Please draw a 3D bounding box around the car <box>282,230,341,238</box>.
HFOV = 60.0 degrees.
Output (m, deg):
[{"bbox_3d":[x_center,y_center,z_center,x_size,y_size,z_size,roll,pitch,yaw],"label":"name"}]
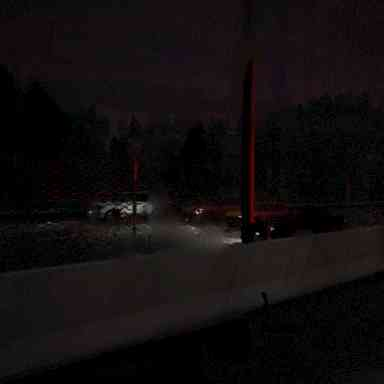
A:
[{"bbox_3d":[5.074,1.418,15.713,5.357,1.411,2.033,0,1,-32],"label":"car"}]
